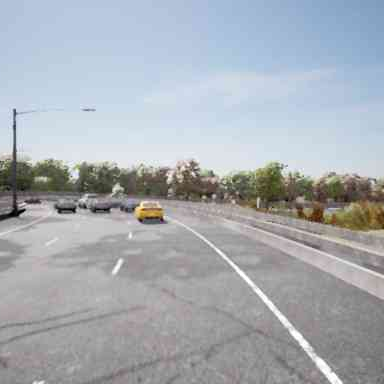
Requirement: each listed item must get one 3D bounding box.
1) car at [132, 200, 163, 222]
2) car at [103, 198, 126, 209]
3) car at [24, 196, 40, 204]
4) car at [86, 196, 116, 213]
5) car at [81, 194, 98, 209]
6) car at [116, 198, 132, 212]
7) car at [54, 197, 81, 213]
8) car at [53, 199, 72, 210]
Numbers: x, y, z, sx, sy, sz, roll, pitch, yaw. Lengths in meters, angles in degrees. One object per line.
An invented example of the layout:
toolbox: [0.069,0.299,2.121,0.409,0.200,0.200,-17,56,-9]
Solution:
car: [-3.539,1.514,26.994,1.882,1.535,5.008,0,0,-14]
car: [-11.486,1.616,49.064,2.033,1.411,5.357,0,0,-28]
car: [-33.678,1.566,69.873,2.097,1.767,4.553,0,0,-42]
car: [-10.469,1.554,37.825,2.128,1.511,4.902,0,0,-23]
car: [-14.664,1.312,47.589,2.150,2.045,5.566,0,0,-28]
car: [-7.264,1.589,39.217,2.033,1.411,5.357,0,0,-23]
car: [-14.278,1.579,37.946,2.128,1.511,4.902,0,0,-23]
car: [-18.297,1.677,46.989,1.994,1.385,4.181,0,0,-28]
